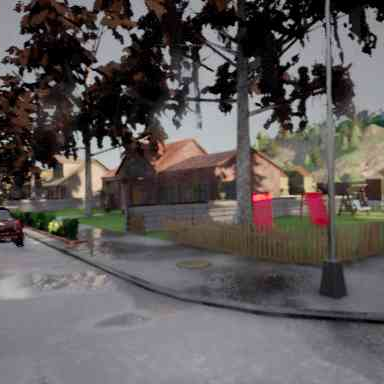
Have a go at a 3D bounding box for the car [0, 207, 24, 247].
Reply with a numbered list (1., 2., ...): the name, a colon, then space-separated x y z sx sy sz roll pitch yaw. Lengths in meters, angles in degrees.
1. car: -8.991 1.446 14.747 2.097 1.767 4.553 -2 0 -37
